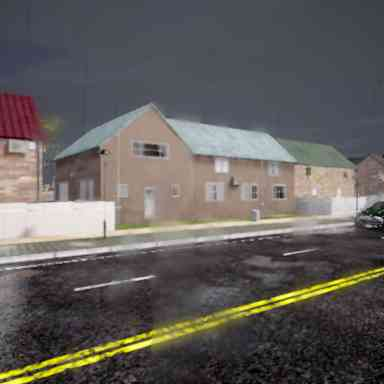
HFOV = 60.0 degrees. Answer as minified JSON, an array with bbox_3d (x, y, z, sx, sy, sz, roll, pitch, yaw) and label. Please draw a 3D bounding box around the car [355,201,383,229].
[{"bbox_3d":[11.861,1.336,20.124,4.553,1.767,2.097,0,0,-35],"label":"car"}]
